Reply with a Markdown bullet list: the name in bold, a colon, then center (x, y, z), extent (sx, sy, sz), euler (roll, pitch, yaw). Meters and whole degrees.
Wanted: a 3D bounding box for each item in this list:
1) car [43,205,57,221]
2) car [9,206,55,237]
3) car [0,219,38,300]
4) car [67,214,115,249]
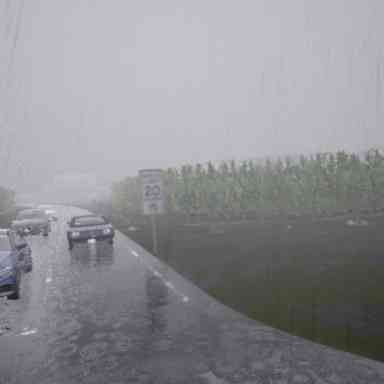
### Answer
- **car**: center (-13.521, 1.965, 30.768), extent (1.812, 1.442, 4.674), euler (-4, 1, -21)
- **car**: center (-9.400, 1.835, 19.635), extent (1.837, 1.490, 4.892), euler (-4, 0, -20)
- **car**: center (-5.297, 1.742, 8.605), extent (1.812, 1.442, 4.674), euler (-4, 1, -21)
- **car**: center (-4.830, 1.713, 15.591), extent (1.895, 1.301, 4.718), euler (-4, 1, -20)
